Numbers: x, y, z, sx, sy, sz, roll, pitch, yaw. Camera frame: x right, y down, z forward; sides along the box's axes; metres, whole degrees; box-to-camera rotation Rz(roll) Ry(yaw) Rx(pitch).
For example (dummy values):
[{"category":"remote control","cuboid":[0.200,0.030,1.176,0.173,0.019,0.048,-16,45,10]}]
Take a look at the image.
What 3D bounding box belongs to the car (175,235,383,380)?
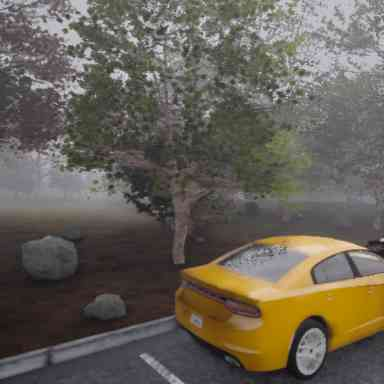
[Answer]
[{"category":"car","cuboid":[2.128,1.490,5.557,5.008,1.535,2.097,0,1,-33]}]
